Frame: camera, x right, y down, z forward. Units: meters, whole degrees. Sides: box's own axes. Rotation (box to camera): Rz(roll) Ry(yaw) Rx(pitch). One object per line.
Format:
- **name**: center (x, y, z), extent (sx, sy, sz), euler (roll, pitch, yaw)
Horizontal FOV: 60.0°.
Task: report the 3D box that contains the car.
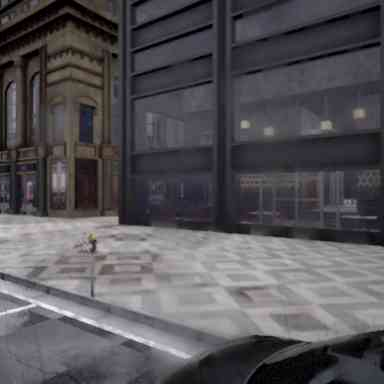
- **car**: center (1.548, 1.567, 1.861), extent (4.313, 1.339, 1.947), euler (0, 0, 35)
